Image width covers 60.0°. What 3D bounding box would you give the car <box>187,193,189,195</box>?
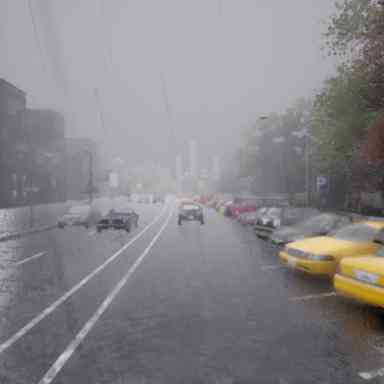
[{"bbox_3d":[2.073,1.486,77.867,5.008,1.535,2.097,1,0,-26],"label":"car"}]

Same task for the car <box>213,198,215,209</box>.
[{"bbox_3d":[4.877,1.562,33.441,4.674,1.452,2.002,1,0,-22],"label":"car"}]

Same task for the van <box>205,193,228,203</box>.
[{"bbox_3d":[4.432,1.273,42.258,4.442,1.987,1.878,1,0,-23],"label":"van"}]

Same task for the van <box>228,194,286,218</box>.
[{"bbox_3d":[5.239,1.308,24.579,4.442,1.987,1.878,1,0,-21],"label":"van"}]

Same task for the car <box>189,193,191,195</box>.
[{"bbox_3d":[2.589,1.479,71.952,5.008,1.535,2.097,1,0,-25],"label":"car"}]

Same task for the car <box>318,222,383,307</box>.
[{"bbox_3d":[5.476,1.511,6.767,5.366,1.575,1.946,1,0,-20],"label":"car"}]

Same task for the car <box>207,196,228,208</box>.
[{"bbox_3d":[4.661,1.548,39.339,4.674,1.452,2.002,1,0,-23],"label":"car"}]

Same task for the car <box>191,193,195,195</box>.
[{"bbox_3d":[2.814,1.506,68.977,4.792,1.488,2.163,1,0,-25],"label":"car"}]

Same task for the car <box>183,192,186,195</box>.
[{"bbox_3d":[0.854,1.508,89.694,5.008,1.535,2.097,1,-1,-26],"label":"car"}]

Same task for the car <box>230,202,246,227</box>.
[{"bbox_3d":[5.187,1.573,21.560,4.674,1.452,2.002,1,0,-21],"label":"car"}]

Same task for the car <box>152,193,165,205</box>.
[{"bbox_3d":[-6.089,1.223,61.221,2.150,2.045,5.566,0,0,-4],"label":"car"}]

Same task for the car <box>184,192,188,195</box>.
[{"bbox_3d":[1.189,1.502,86.735,5.008,1.535,2.097,1,0,-26],"label":"car"}]

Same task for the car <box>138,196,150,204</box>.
[{"bbox_3d":[-9.029,1.500,62.911,2.128,1.511,4.902,0,0,-4],"label":"car"}]

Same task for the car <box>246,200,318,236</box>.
[{"bbox_3d":[5.237,1.403,15.609,4.553,1.767,2.185,1,0,-21],"label":"car"}]

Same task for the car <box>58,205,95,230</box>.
[{"bbox_3d":[-7.197,1.576,21.864,1.812,1.442,4.674,0,0,-1],"label":"car"}]

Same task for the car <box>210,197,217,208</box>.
[{"bbox_3d":[4.758,1.555,36.386,4.674,1.452,2.002,0,1,-22],"label":"car"}]

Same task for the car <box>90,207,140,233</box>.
[{"bbox_3d":[-4.360,1.650,19.981,1.895,1.301,4.718,0,0,-1],"label":"car"}]

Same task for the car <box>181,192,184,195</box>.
[{"bbox_3d":[0.220,1.396,95.606,4.553,1.767,2.185,1,0,-27],"label":"car"}]

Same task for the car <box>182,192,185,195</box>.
[{"bbox_3d":[0.698,1.514,92.731,5.366,1.575,1.946,1,0,-27],"label":"car"}]

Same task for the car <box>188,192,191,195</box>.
[{"bbox_3d":[2.305,1.356,74.903,4.553,1.767,2.185,1,0,-25],"label":"car"}]

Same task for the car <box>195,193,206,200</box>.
[{"bbox_3d":[3.931,1.230,54.188,5.566,2.045,2.435,1,0,-24],"label":"car"}]

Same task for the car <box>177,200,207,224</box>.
[{"bbox_3d":[-0.114,1.573,25.084,1.812,1.442,4.674,0,0,-1],"label":"car"}]

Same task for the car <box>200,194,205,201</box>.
[{"bbox_3d":[4.224,1.489,45.200,5.366,1.575,1.946,1,0,-23],"label":"car"}]

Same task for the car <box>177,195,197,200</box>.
[{"bbox_3d":[-0.699,1.495,42.058,1.882,1.535,5.008,0,0,-3],"label":"car"}]

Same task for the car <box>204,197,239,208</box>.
[{"bbox_3d":[4.244,1.529,48.240,4.674,1.452,2.002,1,0,-23],"label":"car"}]

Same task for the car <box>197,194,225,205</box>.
[{"bbox_3d":[3.484,1.351,60.093,4.553,1.767,2.185,1,0,-24],"label":"car"}]

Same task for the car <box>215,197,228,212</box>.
[{"bbox_3d":[5.153,1.526,30.541,5.366,1.575,1.946,1,0,-22],"label":"car"}]

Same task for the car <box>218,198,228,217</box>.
[{"bbox_3d":[5.054,1.530,27.503,5.008,1.535,2.097,1,0,-22],"label":"car"}]

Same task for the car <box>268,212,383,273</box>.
[{"bbox_3d":[5.126,1.514,9.609,5.366,1.575,1.946,1,0,-20],"label":"car"}]

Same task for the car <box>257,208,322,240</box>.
[{"bbox_3d":[5.294,1.526,12.646,4.892,1.521,2.231,1,0,-20],"label":"car"}]
